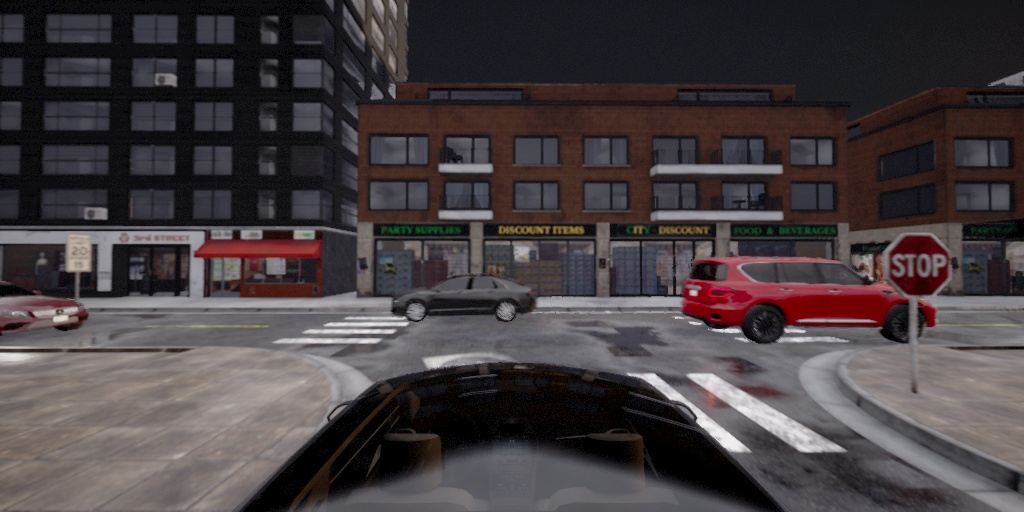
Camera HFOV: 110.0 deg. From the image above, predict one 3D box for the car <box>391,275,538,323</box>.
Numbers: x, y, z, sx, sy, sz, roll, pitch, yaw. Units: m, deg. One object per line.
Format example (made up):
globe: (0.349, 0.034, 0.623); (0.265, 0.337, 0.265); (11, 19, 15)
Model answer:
car: (-1.574, 1.386, 12.243); (4.892, 1.490, 1.837); (0, -1, 0)

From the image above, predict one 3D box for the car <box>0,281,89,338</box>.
car: (-13.917, 1.356, 9.197); (4.674, 1.442, 1.812); (0, -1, 0)

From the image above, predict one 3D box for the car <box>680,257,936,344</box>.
car: (7.398, 1.046, 9.365); (5.566, 2.045, 2.150); (0, -1, 0)
